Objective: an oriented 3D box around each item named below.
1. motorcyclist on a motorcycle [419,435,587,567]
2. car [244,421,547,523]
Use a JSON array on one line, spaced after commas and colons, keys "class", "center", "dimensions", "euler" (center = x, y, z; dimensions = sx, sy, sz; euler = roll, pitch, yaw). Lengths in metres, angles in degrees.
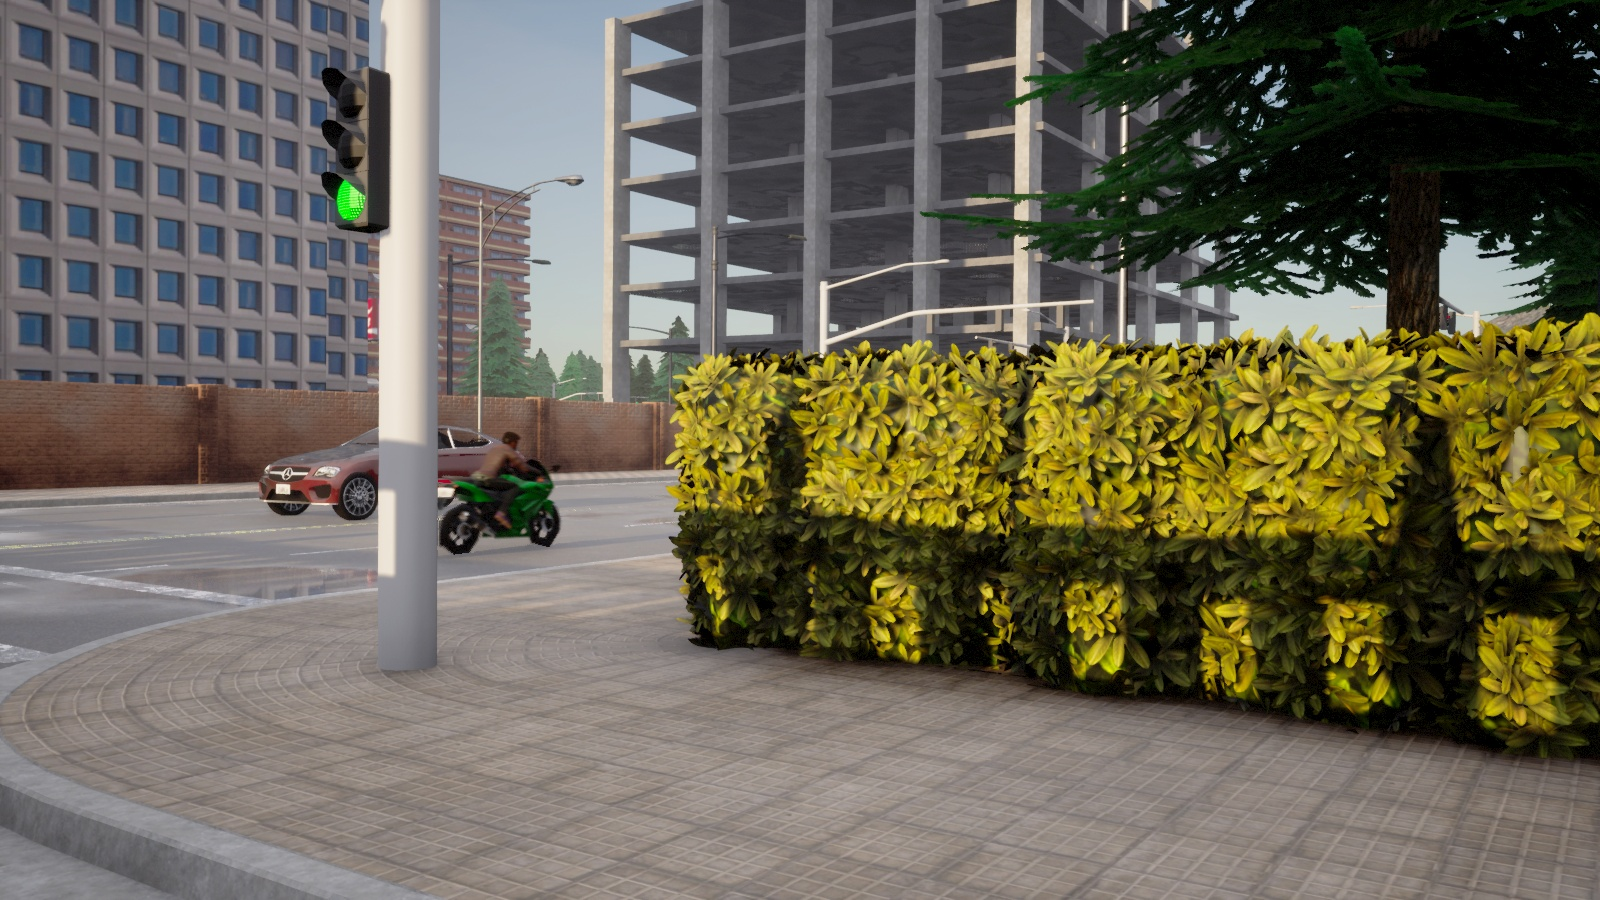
[{"class": "motorcyclist on a motorcycle", "center": [-3.684, 0.587, 15.768], "dimensions": [0.797, 1.523, 2.044], "euler": [0, 1, 33]}, {"class": "car", "center": [-7.250, 0.316, 23.069], "dimensions": [2.152, 1.651, 5.027], "euler": [0, 1, 33]}]
